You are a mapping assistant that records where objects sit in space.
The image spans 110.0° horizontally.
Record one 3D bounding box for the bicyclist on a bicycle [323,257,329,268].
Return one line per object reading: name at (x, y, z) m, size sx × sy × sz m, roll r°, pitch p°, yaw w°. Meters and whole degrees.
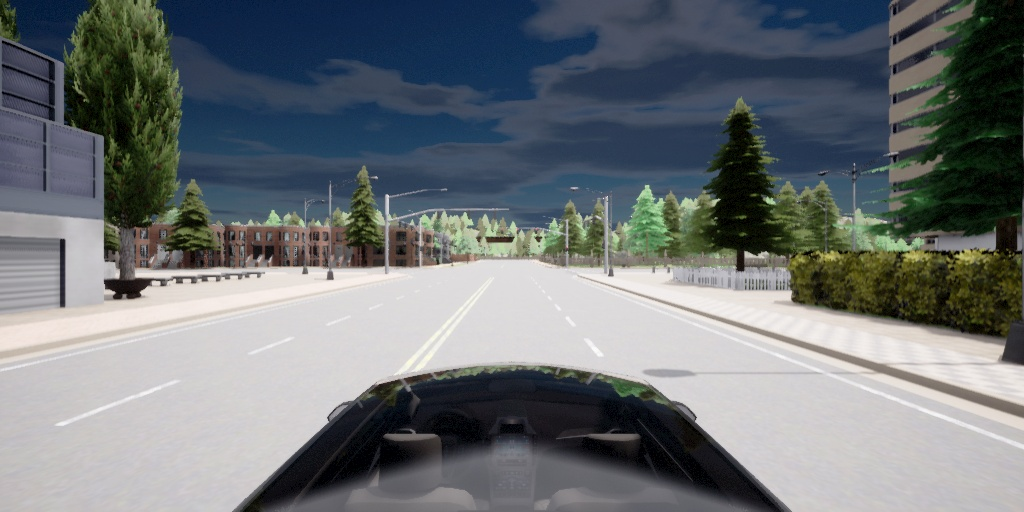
bicyclist on a bicycle at (-28.820, 1.026, 55.612) m, size 0.582 × 1.620 × 1.656 m, roll 0°, pitch 0°, yaw -1°
